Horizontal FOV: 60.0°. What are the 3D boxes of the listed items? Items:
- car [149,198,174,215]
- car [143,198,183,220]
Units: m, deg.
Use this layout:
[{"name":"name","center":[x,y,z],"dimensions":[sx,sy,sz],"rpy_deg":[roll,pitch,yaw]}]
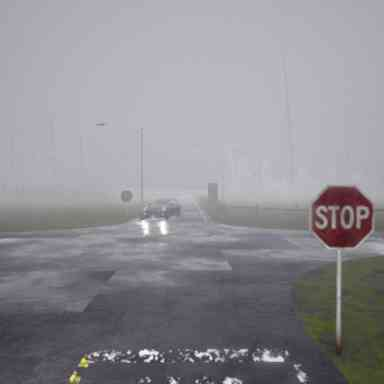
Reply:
[{"name":"car","center":[-3.082,1.476,34.439],"dimensions":[2.128,1.511,4.902],"rpy_deg":[0,0,-1]},{"name":"car","center":[-2.427,1.334,28.490],"dimensions":[2.097,1.767,4.553],"rpy_deg":[0,0,18]}]
